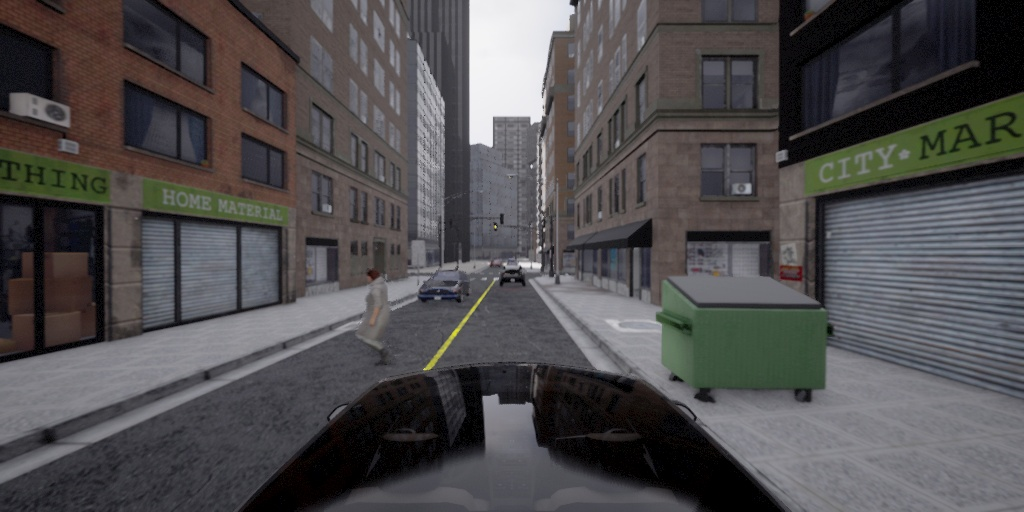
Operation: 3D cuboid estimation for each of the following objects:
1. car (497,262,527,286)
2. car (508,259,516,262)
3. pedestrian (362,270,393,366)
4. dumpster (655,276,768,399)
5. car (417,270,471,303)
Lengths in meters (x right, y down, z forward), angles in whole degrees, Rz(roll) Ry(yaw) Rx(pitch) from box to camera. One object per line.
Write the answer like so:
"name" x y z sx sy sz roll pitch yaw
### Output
"car" 0.051 1.407 26.764 1.837 1.490 4.892 0 0 0
"car" 0.037 1.543 56.688 2.033 1.411 5.357 0 0 0
"pedestrian" -2.469 1.077 6.608 0.375 1.860 0.375 -1 1 -9
"dumpster" 3.130 1.174 6.126 1.020 1.700 1.940 0 0 0
"car" -3.108 1.397 17.644 2.033 1.411 5.357 0 0 0
